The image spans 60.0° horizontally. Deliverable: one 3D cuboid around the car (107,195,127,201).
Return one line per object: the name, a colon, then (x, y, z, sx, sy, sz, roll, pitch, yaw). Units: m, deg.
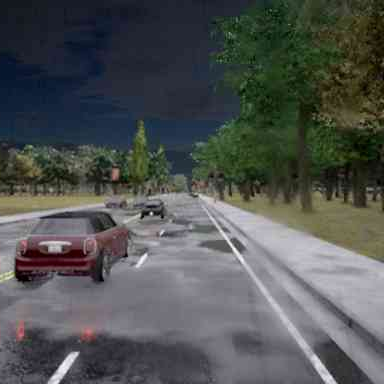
car: (-9.823, 1.223, 43.470, 2.097, 1.767, 4.553, 0, 0, 0)

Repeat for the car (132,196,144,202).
car: (-6.574, 1.374, 43.630, 1.837, 1.490, 4.892, 0, 1, 0)

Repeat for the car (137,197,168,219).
car: (-3.143, 1.417, 28.135, 1.837, 1.490, 4.892, 0, 0, 0)

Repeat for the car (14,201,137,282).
car: (-3.148, 1.318, 9.772, 2.097, 1.767, 4.553, 0, 0, 0)
